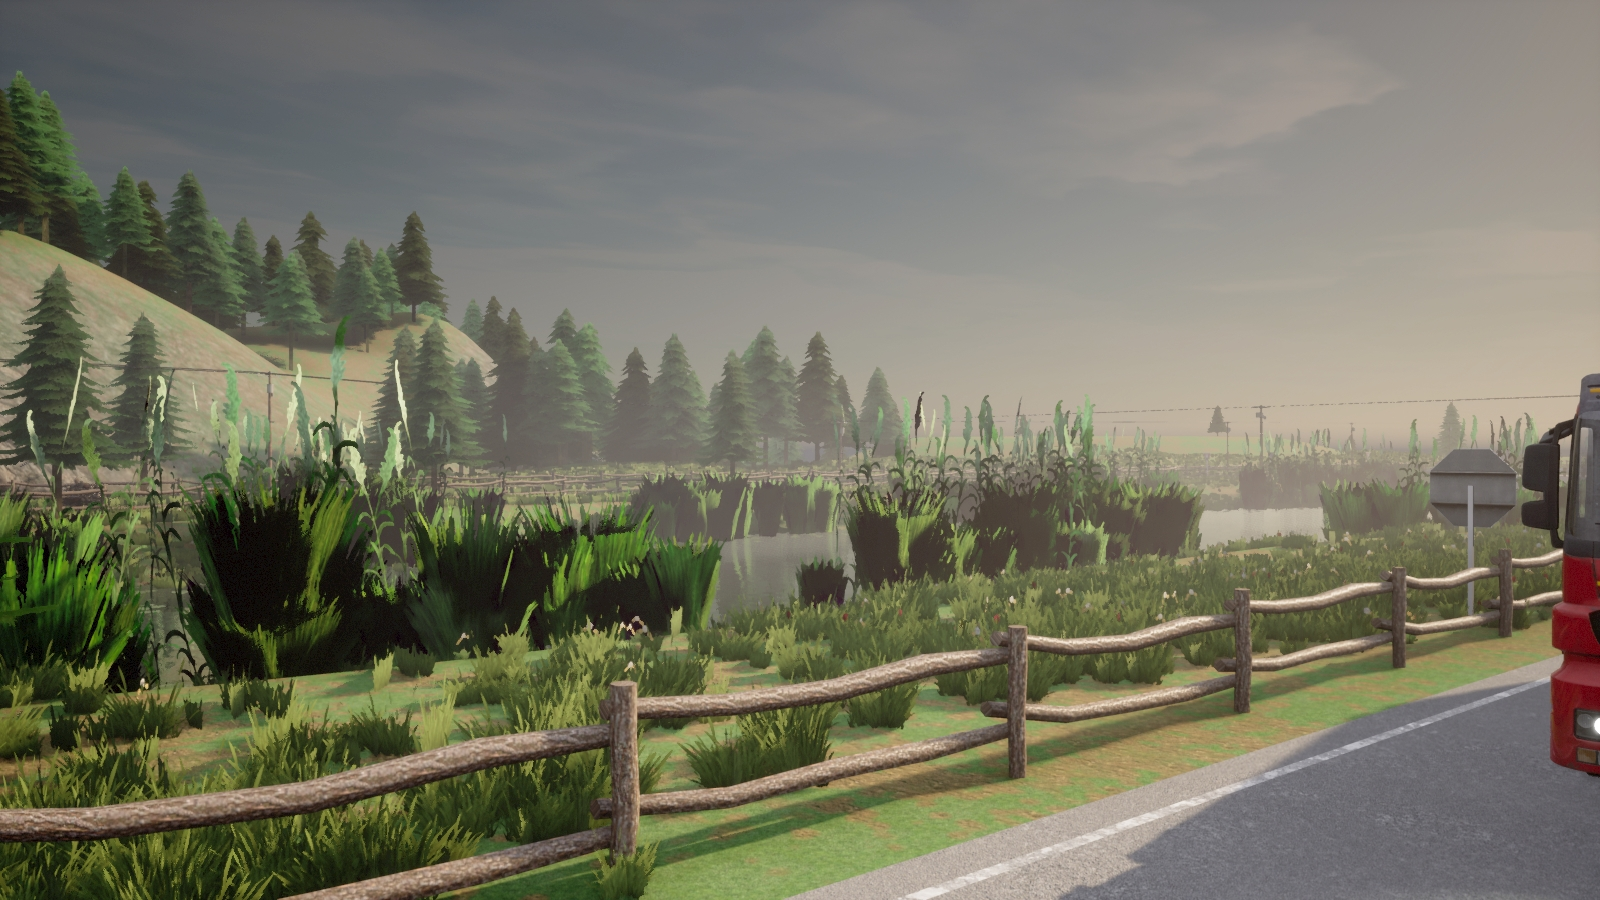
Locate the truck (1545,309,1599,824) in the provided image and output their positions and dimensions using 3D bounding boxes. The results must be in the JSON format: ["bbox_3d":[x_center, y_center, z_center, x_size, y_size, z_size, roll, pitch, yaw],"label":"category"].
[{"bbox_3d":[9.569,0.862,10.969,2.891,3.827,8.468,0,0,41],"label":"truck"}]
